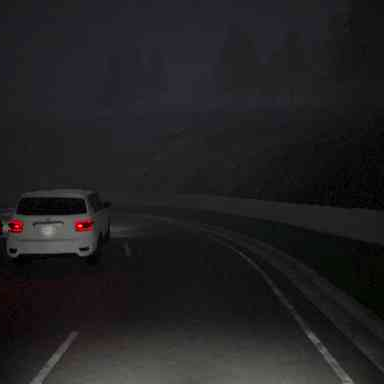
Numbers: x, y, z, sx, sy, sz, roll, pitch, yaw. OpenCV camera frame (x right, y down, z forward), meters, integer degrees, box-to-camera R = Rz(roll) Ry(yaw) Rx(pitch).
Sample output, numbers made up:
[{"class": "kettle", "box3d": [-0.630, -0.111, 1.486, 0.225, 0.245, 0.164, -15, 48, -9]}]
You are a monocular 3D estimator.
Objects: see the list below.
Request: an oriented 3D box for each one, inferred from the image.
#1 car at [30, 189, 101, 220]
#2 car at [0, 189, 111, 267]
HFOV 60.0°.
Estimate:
[{"class": "car", "box3d": [-8.308, 0.727, 21.709, 4.553, 1.767, 2.097, 1, 2, 34]}, {"class": "car", "box3d": [-3.867, 0.916, 10.522, 2.150, 2.045, 5.566, 0, 2, -10]}]
